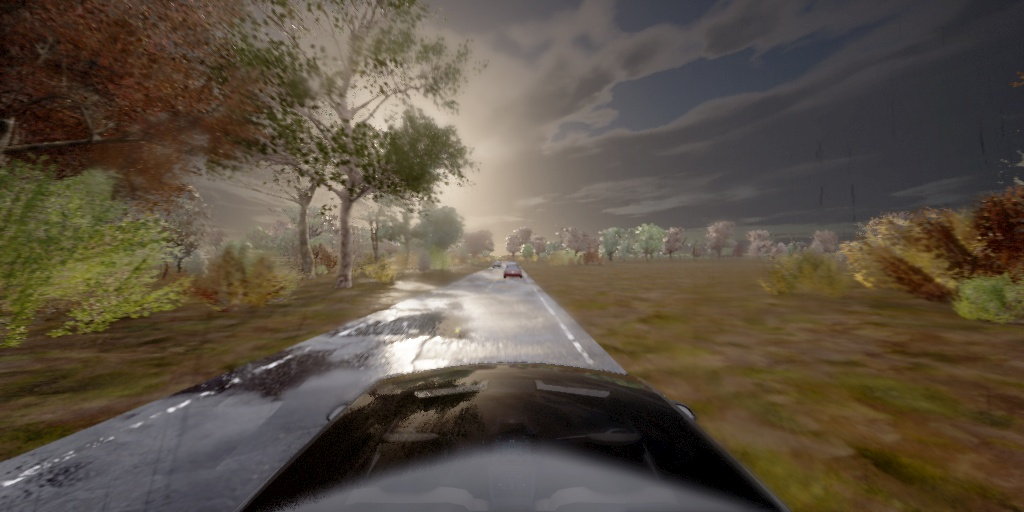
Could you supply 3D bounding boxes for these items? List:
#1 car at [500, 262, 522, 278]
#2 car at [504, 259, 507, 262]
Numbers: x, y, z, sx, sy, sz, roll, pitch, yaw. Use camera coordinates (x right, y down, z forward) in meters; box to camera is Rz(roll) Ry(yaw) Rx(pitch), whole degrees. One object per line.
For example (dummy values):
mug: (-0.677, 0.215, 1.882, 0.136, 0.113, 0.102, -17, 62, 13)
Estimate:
car: (0.080, 1.599, 38.160, 1.994, 1.385, 4.181, 0, 0, 0)
car: (0.059, 1.648, 56.570, 1.882, 1.535, 5.008, 0, 0, 0)
